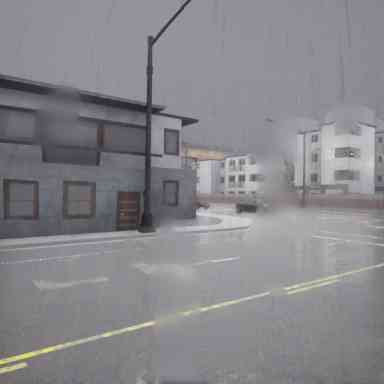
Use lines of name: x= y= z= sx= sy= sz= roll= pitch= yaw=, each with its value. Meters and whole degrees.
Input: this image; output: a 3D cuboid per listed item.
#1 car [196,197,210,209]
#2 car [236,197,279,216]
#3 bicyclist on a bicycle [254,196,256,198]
car: x=0.027 y=1.286 z=40.927 sx=4.674 sy=1.442 sz=1.812 roll=2 pitch=0 yaw=41
car: x=6.590 y=1.358 z=33.599 sx=2.097 sy=1.767 sz=4.553 roll=1 pitch=0 yaw=-38
bicyclist on a bicycle: x=9.058 y=1.338 z=47.874 sx=0.582 sy=1.620 sz=1.656 roll=2 pitch=0 yaw=44
